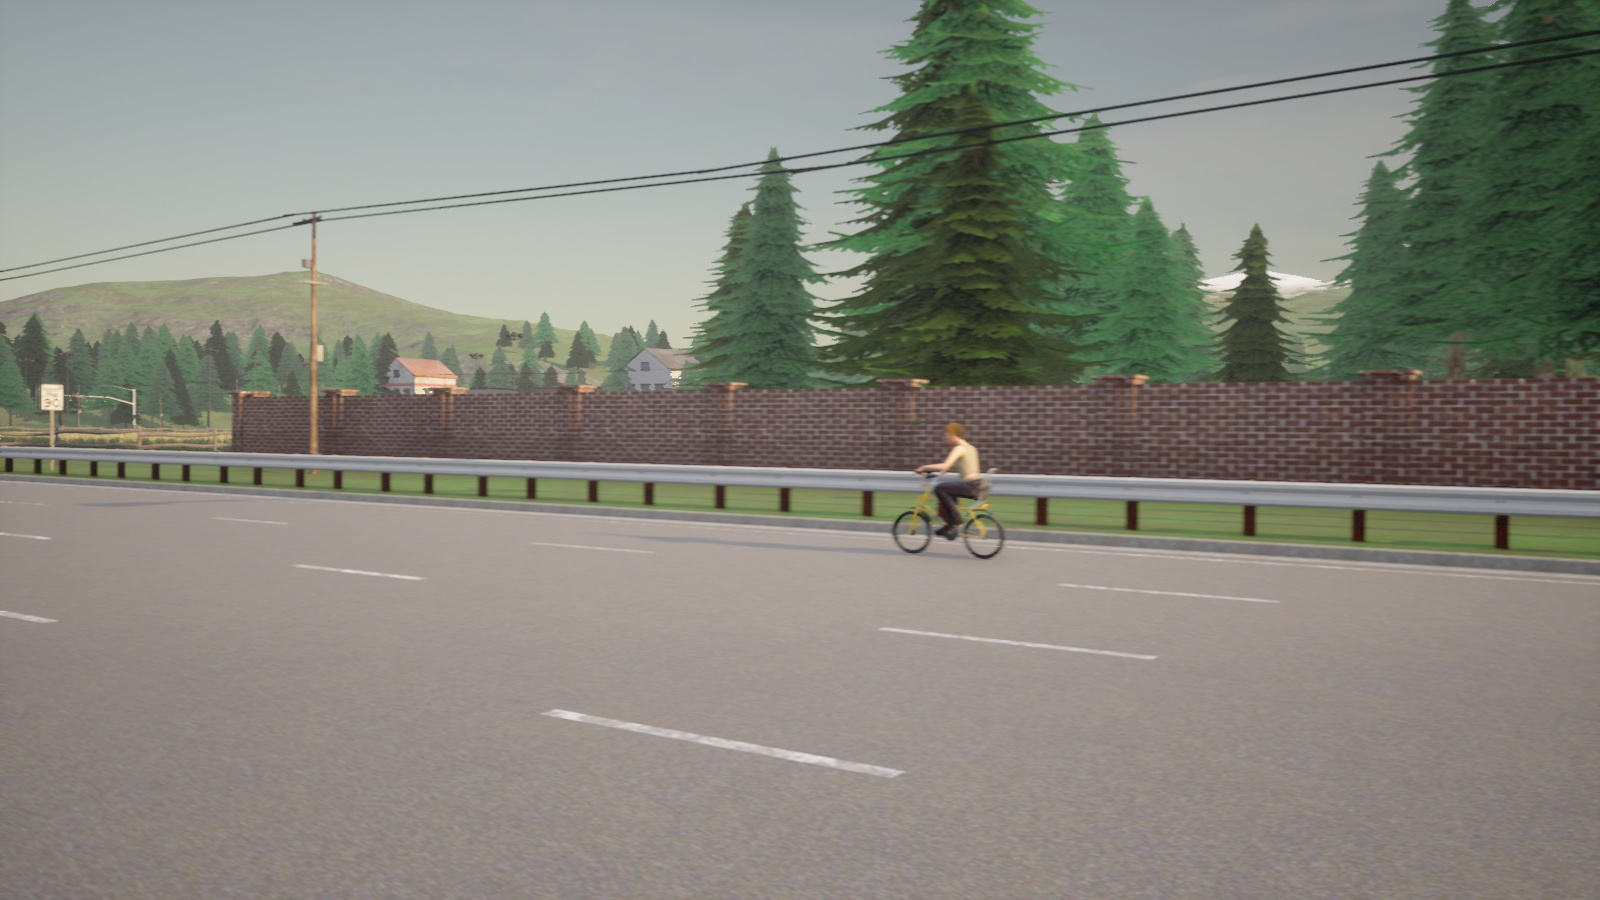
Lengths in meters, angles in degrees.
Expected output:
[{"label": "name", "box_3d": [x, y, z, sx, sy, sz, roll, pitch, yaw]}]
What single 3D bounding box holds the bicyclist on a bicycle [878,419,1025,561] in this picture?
[{"label": "bicyclist on a bicycle", "box_3d": [1.812, 0.447, 15.017, 1.509, 1.612, 0.866, 0, 1, 34]}]
